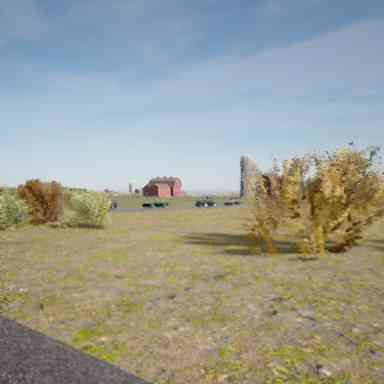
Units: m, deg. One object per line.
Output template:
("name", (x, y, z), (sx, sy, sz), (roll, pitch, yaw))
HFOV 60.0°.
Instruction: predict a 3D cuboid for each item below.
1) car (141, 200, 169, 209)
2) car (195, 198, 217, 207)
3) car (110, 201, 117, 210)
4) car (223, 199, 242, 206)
("car", (-5.880, 1.955, 53.326), (1.895, 1.301, 4.718), (-1, -1, 36))
("car", (2.475, 1.914, 58.718), (1.837, 1.490, 4.892), (-1, -1, 36))
("car", (-12.237, 1.726, 44.515), (2.128, 1.511, 4.902), (-1, -1, 36))
("car", (8.165, 2.119, 66.688), (1.895, 1.301, 4.718), (-1, -1, 36))
